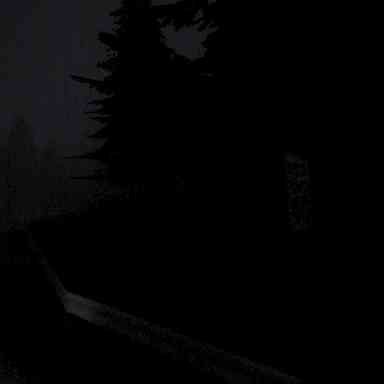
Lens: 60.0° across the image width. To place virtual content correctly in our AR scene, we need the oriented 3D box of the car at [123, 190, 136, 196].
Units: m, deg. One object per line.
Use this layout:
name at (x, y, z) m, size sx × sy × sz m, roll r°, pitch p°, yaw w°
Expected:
car at (-11.694, 0.340, 61.812) m, size 2.128 × 1.511 × 4.902 m, roll -4°, pitch 1°, yaw 6°

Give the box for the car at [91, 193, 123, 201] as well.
car at (-10.399, 0.827, 39.806) m, size 2.033 × 1.411 × 5.357 m, roll -4°, pitch 1°, yaw 4°
